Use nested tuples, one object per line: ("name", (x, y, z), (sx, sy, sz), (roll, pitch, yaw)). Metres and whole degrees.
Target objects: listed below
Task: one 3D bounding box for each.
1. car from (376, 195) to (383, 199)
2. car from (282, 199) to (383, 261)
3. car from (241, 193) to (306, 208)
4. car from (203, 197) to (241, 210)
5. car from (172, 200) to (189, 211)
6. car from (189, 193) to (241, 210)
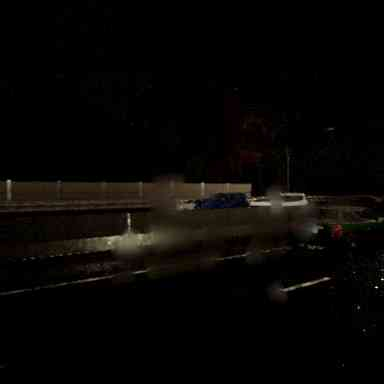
("car", (33.606, 1.219, 57.813), (4.674, 1.442, 1.812), (0, 0, -35))
("car", (5.763, 1.294, 12.271), (4.553, 1.767, 2.097), (0, 0, -35))
("car", (6.805, 1.125, 26.013), (5.566, 2.045, 2.150), (0, 0, -35))
("car", (3.557, 1.439, 28.000), (4.674, 1.442, 1.812), (0, 0, -35))
("car", (0.183, 1.440, 34.184), (4.674, 1.442, 1.812), (0, 0, -35))
("car", (2.886, 1.130, 31.813), (5.566, 2.045, 2.150), (0, 0, -35))
